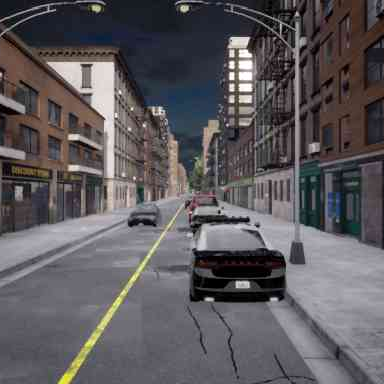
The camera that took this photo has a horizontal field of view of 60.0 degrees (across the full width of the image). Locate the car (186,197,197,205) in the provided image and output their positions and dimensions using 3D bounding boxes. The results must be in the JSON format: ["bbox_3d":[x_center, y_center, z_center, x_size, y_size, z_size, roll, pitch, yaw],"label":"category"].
[{"bbox_3d":[-0.092,1.630,59.873,1.994,1.385,4.181,0,0,0],"label":"car"}]

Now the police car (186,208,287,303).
[{"bbox_3d":[0.887,1.427,8.427,1.930,1.638,5.238,0,0,0],"label":"police car"}]

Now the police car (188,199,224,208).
[{"bbox_3d":[0.872,1.434,18.427,1.930,1.638,5.238,0,0,0],"label":"police car"}]

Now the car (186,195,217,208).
[{"bbox_3d":[0.863,1.239,24.348,2.150,2.045,5.566,0,0,0],"label":"car"}]

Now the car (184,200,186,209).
[{"bbox_3d":[-0.058,1.548,46.482,1.837,1.490,4.892,0,0,0],"label":"car"}]

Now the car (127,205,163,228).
[{"bbox_3d":[-3.034,1.559,22.439,2.033,1.411,5.357,0,0,0],"label":"car"}]
